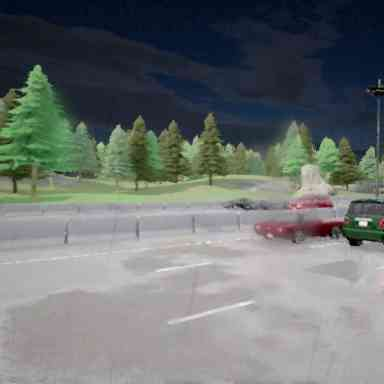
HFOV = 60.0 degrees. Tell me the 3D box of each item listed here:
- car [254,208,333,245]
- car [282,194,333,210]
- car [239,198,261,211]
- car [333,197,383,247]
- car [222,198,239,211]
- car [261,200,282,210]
[{"bbox_3d":[5.288,1.670,16.112,4.718,1.301,1.895,0,0,-35],"label":"car"},{"bbox_3d":[12.172,1.267,34.147,5.566,2.045,2.150,0,0,-35],"label":"car"},{"bbox_3d":[8.152,1.606,39.870,4.181,1.385,1.994,0,0,-35],"label":"car"},{"bbox_3d":[8.721,1.299,14.260,5.566,2.045,2.150,0,0,-35],"label":"car"},{"bbox_3d":[6.111,1.545,42.713,4.892,1.490,1.837,0,0,-35],"label":"car"},{"bbox_3d":[10.177,1.608,37.018,4.181,1.385,1.994,0,0,-35],"label":"car"}]
